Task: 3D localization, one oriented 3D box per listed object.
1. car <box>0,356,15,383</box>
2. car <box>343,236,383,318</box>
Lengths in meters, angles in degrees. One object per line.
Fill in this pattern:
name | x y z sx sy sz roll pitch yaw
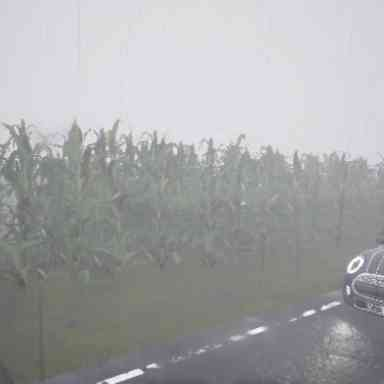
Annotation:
car | -3.216 1.549 0.730 5.357 1.411 2.033 0 0 -37
car | 5.027 1.352 6.671 4.553 1.767 2.097 0 0 -36
